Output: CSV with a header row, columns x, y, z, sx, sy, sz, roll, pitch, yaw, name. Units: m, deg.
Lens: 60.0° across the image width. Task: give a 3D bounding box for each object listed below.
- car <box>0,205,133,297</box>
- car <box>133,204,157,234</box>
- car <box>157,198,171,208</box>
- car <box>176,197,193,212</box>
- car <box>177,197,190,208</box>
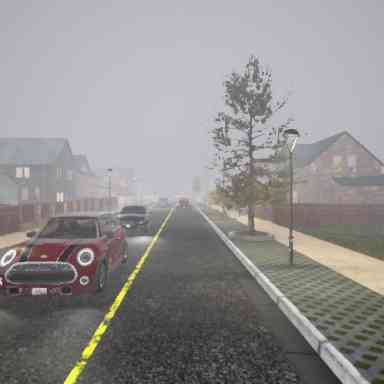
x,y,z,sx,sy,sz,roll,pitch,yaw,name
-3.050,1.355,8.771,2.097,1.767,4.553,0,0,-2,car
-3.337,1.516,19.493,1.837,1.490,4.892,0,0,-1,car
-4.159,1.586,49.072,1.812,1.442,4.674,0,0,-2,car
-0.944,1.564,39.283,1.812,1.442,4.674,0,0,-2,car
-1.222,1.539,49.420,1.882,1.535,5.008,0,0,-2,car
